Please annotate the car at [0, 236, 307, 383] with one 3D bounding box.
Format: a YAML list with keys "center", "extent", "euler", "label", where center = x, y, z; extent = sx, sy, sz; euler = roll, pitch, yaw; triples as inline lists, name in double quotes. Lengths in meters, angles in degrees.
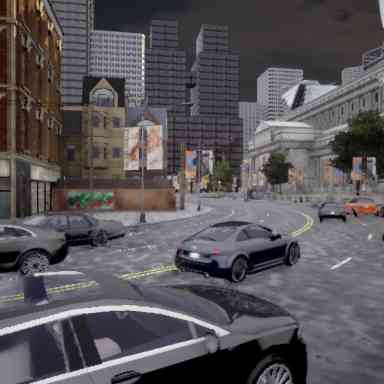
- center: [-0.985, 1.488, 2.912]
  extent: [4.902, 1.511, 2.128]
  euler: [0, 0, -36]
  label: "car"

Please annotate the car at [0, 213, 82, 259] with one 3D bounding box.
- center: [-5.628, 1.481, 8.311]
  extent: [4.902, 1.511, 2.128]
  euler: [0, 0, -38]
  label: "car"

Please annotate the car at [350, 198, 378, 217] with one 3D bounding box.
- center: [16.040, 1.336, 31.800]
  extent: [2.097, 1.767, 4.553]
  euler: [0, 0, 12]
  label: "car"

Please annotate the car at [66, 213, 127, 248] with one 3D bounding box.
- center: [-5.219, 1.534, 12.903]
  extent: [5.357, 1.411, 2.033]
  euler: [0, 0, -43]
  label: "car"

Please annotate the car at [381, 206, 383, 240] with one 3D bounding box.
- center: [10.222, 1.449, 15.974]
  extent: [1.801, 1.575, 5.366]
  euler: [0, 0, 31]
  label: "car"

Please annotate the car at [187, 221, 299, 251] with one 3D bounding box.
- center: [1.461, 1.557, 9.738]
  extent: [1.994, 1.385, 4.181]
  euler: [0, 0, 44]
  label: "car"

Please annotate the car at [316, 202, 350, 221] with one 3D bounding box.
- center: [11.345, 1.550, 27.252]
  extent: [1.994, 1.385, 4.181]
  euler: [0, 0, 18]
  label: "car"
